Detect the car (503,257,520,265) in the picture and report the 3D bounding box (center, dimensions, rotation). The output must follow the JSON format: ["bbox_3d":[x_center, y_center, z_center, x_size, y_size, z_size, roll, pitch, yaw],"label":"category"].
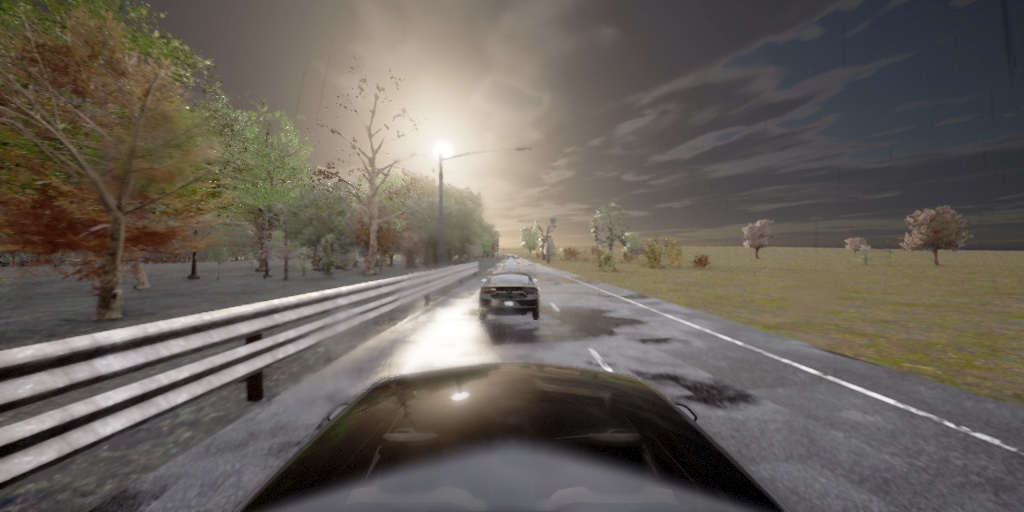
[{"bbox_3d":[-0.120,1.224,42.626,1.812,1.442,4.674,0,0,0],"label":"car"}]

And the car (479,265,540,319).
[{"bbox_3d":[-0.075,1.233,12.788,1.882,1.535,5.008,0,0,0],"label":"car"}]
